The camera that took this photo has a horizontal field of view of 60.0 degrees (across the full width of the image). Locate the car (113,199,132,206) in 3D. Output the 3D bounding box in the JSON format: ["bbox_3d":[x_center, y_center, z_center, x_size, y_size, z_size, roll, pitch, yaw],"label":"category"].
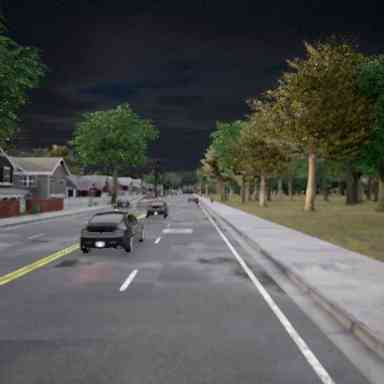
[{"bbox_3d":[-9.839,1.736,47.303,1.994,1.385,4.181,0,0,0],"label":"car"}]

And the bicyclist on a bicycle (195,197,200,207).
[{"bbox_3d":[0.882,1.632,49.489,0.582,1.620,1.656,0,-1,0],"label":"bicyclist on a bicycle"}]

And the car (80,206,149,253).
[{"bbox_3d":[-3.155,1.556,13.851,1.837,1.490,4.892,0,0,0],"label":"car"}]

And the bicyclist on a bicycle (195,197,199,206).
[{"bbox_3d":[0.879,1.664,58.494,0.582,1.620,1.656,0,-1,0],"label":"bicyclist on a bicycle"}]

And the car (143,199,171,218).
[{"bbox_3d":[-3.157,1.620,31.491,1.837,1.490,4.892,0,0,0],"label":"car"}]

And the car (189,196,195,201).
[{"bbox_3d":[-0.025,1.800,94.862,1.895,1.301,4.718,0,0,0],"label":"car"}]

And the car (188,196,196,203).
[{"bbox_3d":[-0.021,1.814,80.200,1.812,1.442,4.674,0,0,0],"label":"car"}]

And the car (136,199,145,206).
[{"bbox_3d":[-6.594,1.695,46.455,1.812,1.442,4.674,0,0,0],"label":"car"}]
